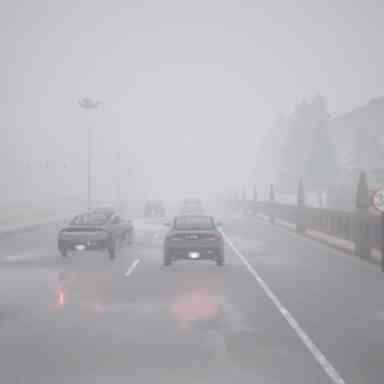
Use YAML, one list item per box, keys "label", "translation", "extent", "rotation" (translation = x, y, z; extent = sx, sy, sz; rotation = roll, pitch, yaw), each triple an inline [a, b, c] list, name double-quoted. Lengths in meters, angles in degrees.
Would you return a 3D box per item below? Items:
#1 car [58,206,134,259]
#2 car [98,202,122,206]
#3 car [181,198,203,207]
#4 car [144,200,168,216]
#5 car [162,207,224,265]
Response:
- label: "car"
  translation: [-3.447, 1.499, 12.694]
  extent: [2.128, 1.511, 4.902]
  rotation: [0, 0, 0]
- label: "car"
  translation: [-7.000, 1.543, 28.066]
  extent: [1.812, 1.442, 4.674]
  rotation: [0, 0, 0]
- label: "car"
  translation: [-0.019, 1.362, 33.002]
  extent: [2.097, 1.767, 4.553]
  rotation: [0, 0, 0]
- label: "car"
  translation: [-3.516, 1.518, 32.302]
  extent: [1.837, 1.490, 4.892]
  rotation: [0, 0, 0]
- label: "car"
  translation: [0.056, 1.509, 11.744]
  extent: [1.837, 1.490, 4.892]
  rotation: [0, 0, 0]
